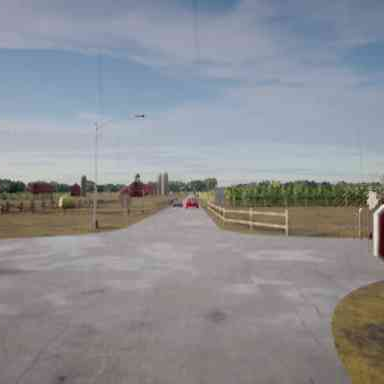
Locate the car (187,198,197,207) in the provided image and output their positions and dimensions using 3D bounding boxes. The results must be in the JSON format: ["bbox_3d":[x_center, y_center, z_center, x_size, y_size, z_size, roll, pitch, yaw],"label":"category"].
[{"bbox_3d":[0.054,2.165,68.892,2.097,1.767,4.553,0,-1,0],"label":"car"}]

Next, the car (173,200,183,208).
[{"bbox_3d":[-2.701,2.321,63.915,2.033,1.411,5.357,0,-1,0],"label":"car"}]

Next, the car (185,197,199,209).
[{"bbox_3d":[0.045,1.928,58.534,2.150,2.045,5.566,0,-1,0],"label":"car"}]
